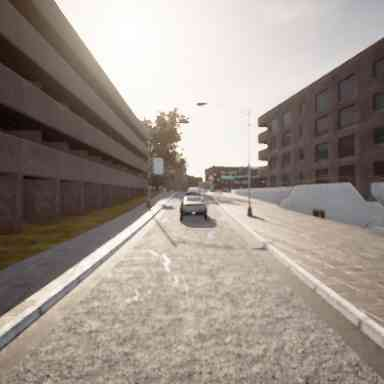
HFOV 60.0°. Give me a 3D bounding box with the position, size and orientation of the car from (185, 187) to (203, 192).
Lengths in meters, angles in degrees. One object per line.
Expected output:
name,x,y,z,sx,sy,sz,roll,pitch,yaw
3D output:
car,0.118,0.183,41.693,1.812,1.442,4.674,0,3,0

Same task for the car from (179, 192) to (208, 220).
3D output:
car,0.110,1.023,23.231,2.128,1.511,4.902,0,2,0
